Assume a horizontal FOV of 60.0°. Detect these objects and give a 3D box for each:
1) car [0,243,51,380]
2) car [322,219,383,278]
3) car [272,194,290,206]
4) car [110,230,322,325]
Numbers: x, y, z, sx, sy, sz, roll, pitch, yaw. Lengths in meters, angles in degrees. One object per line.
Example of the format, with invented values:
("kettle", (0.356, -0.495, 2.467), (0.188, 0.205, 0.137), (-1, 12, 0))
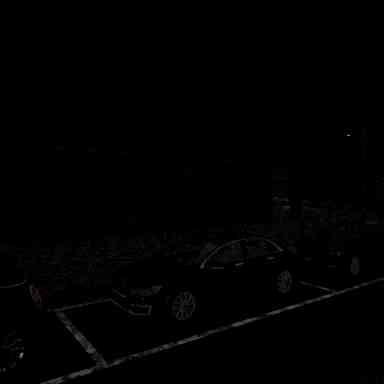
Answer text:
("car", (-3.960, 1.440, 3.827), (4.097, 1.590, 1.967), (0, 0, -35))
("car", (4.930, 1.545, 10.159), (4.507, 1.381, 1.887), (0, 0, -35))
("car", (10.530, 1.019, 40.830), (1.812, 1.442, 4.674), (0, 1, -36))
("car", (0.485, 1.551, 6.993), (4.403, 1.369, 2.008), (0, 0, -35))
